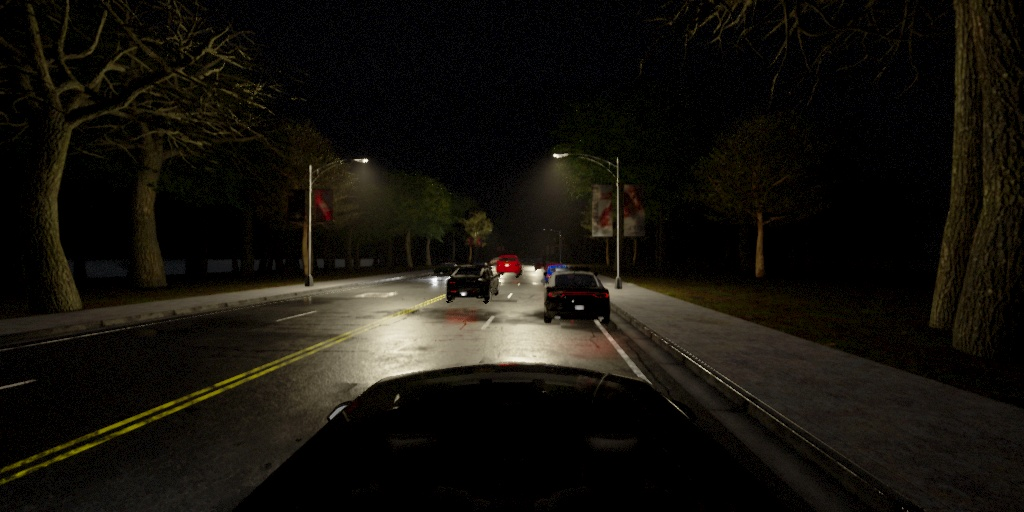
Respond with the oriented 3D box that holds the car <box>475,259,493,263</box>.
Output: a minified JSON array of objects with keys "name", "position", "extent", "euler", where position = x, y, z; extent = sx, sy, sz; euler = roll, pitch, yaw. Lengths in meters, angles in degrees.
[{"name":"car","position":[-3.421,1.340,38.562],"extent":[1.994,1.385,4.181],"euler":[0,0,5]}]

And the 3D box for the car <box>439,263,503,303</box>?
[{"name":"car","position":[-1.734,1.253,16.795],"extent":[1.837,1.490,4.892],"euler":[0,0,5]}]

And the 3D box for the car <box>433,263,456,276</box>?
[{"name":"car","position":[-6.764,1.374,37.497],"extent":[1.895,1.301,4.718],"euler":[0,0,5]}]

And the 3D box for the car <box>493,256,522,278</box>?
[{"name":"car","position":[-0.225,0.990,35.203],"extent":[2.150,2.045,5.566],"euler":[0,-1,5]}]

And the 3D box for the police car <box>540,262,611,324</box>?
[{"name":"police car","position":[2.017,1.173,12.143],"extent":[1.930,1.638,5.238],"euler":[0,0,5]}]

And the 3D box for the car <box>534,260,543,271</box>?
[{"name":"car","position":[4.073,1.329,49.311],"extent":[1.812,1.442,4.674],"euler":[0,0,5]}]

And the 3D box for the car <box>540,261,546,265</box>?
[{"name":"car","position":[3.332,1.288,27.998],"extent":[1.812,1.442,4.674],"euler":[0,0,5]}]
